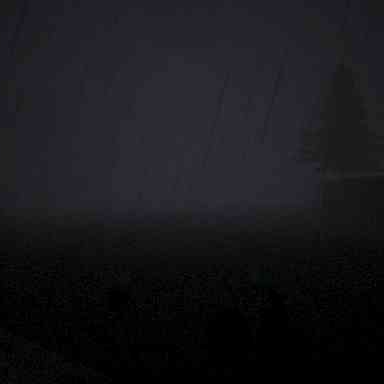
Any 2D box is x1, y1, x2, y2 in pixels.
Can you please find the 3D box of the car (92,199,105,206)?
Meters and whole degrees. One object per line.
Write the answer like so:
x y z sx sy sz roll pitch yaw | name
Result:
-15.608 2.013 61.089 1.994 1.385 4.181 -1 0 35 | car

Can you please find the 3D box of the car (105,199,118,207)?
-12.738 1.981 59.087 1.994 1.385 4.181 -1 0 35 | car

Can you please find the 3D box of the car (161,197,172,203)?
-3.941 1.921 71.705 1.895 1.301 4.718 -1 0 35 | car

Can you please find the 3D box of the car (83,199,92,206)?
-18.516 2.046 63.042 1.994 1.385 4.181 -1 0 35 | car

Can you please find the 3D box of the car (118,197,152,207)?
-9.791 1.861 57.195 1.882 1.535 5.008 -1 0 35 | car

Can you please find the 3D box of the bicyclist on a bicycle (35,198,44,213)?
-17.558 1.498 38.512 1.656 1.620 0.582 33 16 27 | bicyclist on a bicycle

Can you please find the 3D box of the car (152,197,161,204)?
-6.830 1.837 73.684 1.882 1.535 5.008 -1 0 35 | car

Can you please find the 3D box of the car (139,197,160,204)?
-9.700 1.870 75.687 1.882 1.535 5.008 -1 0 35 | car

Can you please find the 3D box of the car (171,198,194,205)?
-1.544 1.985 69.023 1.895 1.301 4.718 -1 0 35 | car
